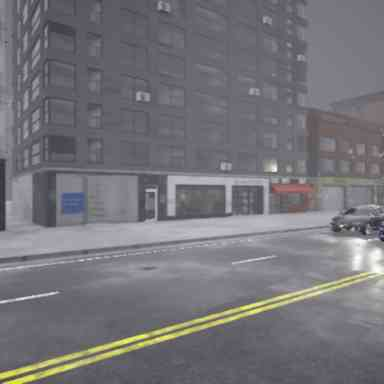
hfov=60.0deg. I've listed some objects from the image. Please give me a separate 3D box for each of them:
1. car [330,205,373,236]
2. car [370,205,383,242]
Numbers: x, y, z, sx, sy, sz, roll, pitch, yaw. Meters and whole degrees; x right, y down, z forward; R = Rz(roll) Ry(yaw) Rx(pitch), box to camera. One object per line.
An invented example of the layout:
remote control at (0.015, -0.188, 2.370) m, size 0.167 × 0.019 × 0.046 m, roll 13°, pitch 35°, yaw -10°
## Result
car at (9.687, 1.500, 18.579) m, size 4.892 × 1.490 × 1.837 m, roll 0°, pitch 0°, yaw -35°
car at (10.413, 1.473, 15.107) m, size 5.008 × 1.535 × 1.882 m, roll 0°, pitch 0°, yaw -35°
